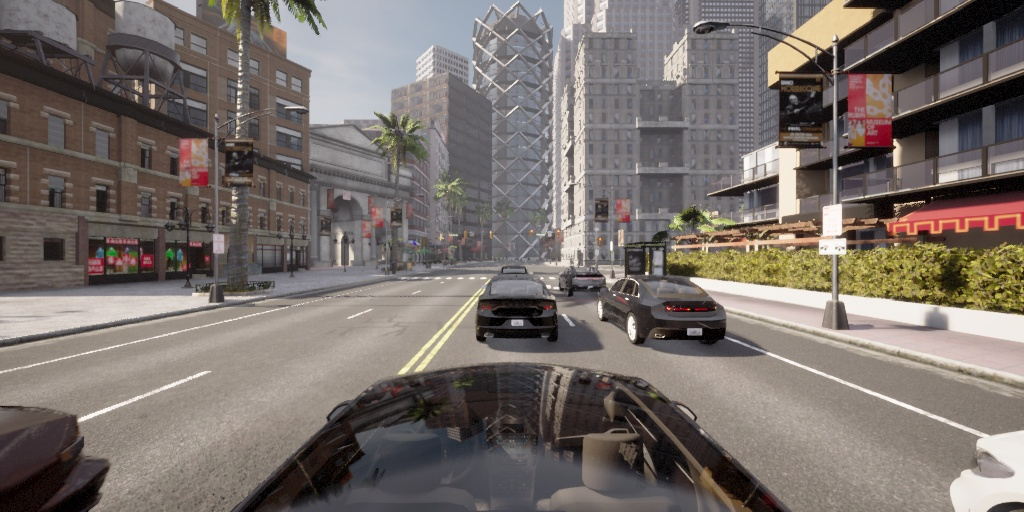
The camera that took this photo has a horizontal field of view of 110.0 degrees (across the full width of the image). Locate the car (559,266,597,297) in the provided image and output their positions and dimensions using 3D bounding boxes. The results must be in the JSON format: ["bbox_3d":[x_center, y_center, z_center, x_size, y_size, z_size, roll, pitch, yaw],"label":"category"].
[{"bbox_3d":[3.602,1.241,18.929,2.128,1.511,4.902,0,0,0],"label":"car"}]

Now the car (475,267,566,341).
[{"bbox_3d":[0.109,1.228,9.878,1.882,1.535,5.008,0,0,0],"label":"car"}]

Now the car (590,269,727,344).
[{"bbox_3d":[3.609,1.255,9.523,1.837,1.490,4.892,0,0,0],"label":"car"}]

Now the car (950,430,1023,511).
[{"bbox_3d":[3.662,1.276,0.218,1.812,1.442,4.674,0,0,-1],"label":"car"}]
